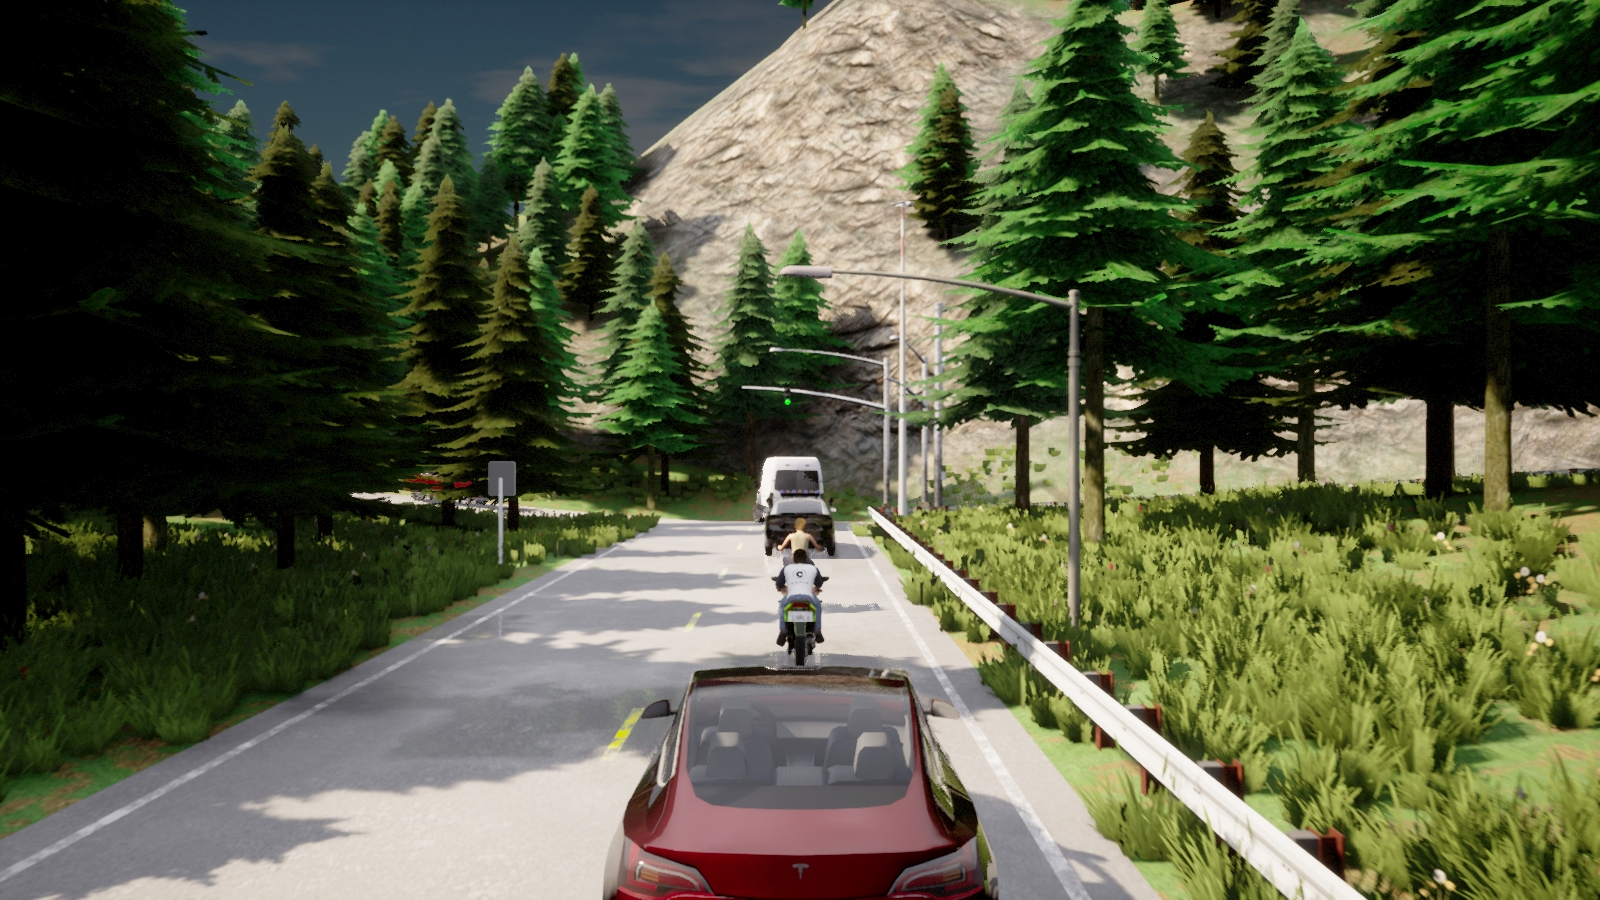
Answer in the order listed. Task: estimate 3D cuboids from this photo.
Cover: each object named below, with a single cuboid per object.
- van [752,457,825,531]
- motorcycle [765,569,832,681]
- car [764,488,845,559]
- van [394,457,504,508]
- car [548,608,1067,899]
[{"bbox_3d":[-0.517,1.549,42.695,1.988,2.561,5.915,1,0,-8],"label":"van"},{"bbox_3d":[-0.018,2.215,14.788,0.803,1.145,2.033,0,0,0],"label":"motorcycle"},{"bbox_3d":[0.111,1.986,31.996,2.097,1.638,5.238,0,0,0],"label":"car"},{"bbox_3d":[-16.846,1.544,54.856,4.480,2.038,2.069,5,0,13],"label":"van"},{"bbox_3d":[0.032,2.064,7.162,2.163,1.488,4.792,0,0,0],"label":"car"}]
